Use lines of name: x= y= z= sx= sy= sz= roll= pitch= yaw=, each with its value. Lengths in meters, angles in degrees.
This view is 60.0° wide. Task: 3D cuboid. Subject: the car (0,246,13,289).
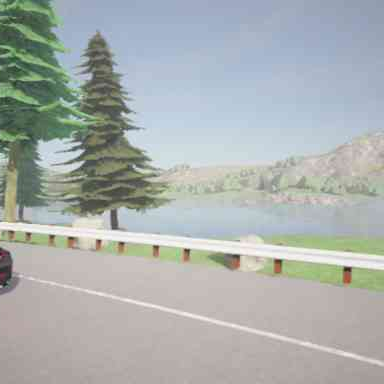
car: x=-6.032 y=1.448 z=7.330 sx=4.892 sy=1.490 sz=1.837 roll=0 pitch=0 yaw=29
